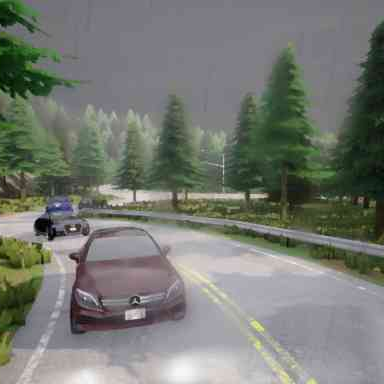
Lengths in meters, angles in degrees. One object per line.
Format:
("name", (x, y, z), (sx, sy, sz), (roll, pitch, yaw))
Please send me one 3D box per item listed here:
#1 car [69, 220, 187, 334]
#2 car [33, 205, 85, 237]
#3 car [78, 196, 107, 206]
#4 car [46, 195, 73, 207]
("car", (-1.511, 1.523, 7.052), (1.812, 1.442, 4.674), (-2, 0, -17))
("car", (-7.028, 1.664, 17.758), (1.994, 1.385, 4.181), (-4, 2, -38))
("car", (-12.655, 1.289, 42.810), (2.097, 1.767, 4.553), (2, 2, 13))
("car", (-12.814, 1.326, 32.225), (2.150, 2.045, 5.566), (-1, 0, -18))
